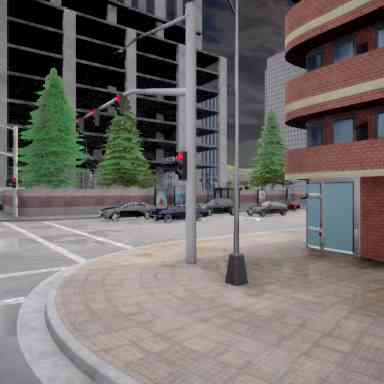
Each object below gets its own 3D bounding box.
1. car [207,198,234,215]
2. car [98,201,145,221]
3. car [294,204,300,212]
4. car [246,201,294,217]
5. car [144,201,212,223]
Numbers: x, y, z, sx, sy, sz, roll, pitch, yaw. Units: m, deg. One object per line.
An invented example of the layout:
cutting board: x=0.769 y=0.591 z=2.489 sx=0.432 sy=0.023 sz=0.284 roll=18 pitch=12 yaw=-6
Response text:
car: x=2.213 y=1.407 z=32.903 sx=4.553 sy=1.767 sz=2.097 roll=0 pitch=0 yaw=-35
car: x=-5.279 y=1.547 z=27.618 sx=4.902 sy=1.511 sz=2.128 roll=0 pitch=0 yaw=-35
car: x=10.384 y=1.656 z=38.668 sx=4.718 sy=1.301 sz=1.895 roll=0 pitch=0 yaw=-35
car: x=7.370 y=1.581 z=32.252 sx=4.674 sy=1.442 sz=1.812 roll=0 pitch=0 yaw=-35
car: x=-1.018 y=1.656 z=26.340 sx=4.718 sy=1.301 sz=1.895 roll=0 pitch=0 yaw=-35
